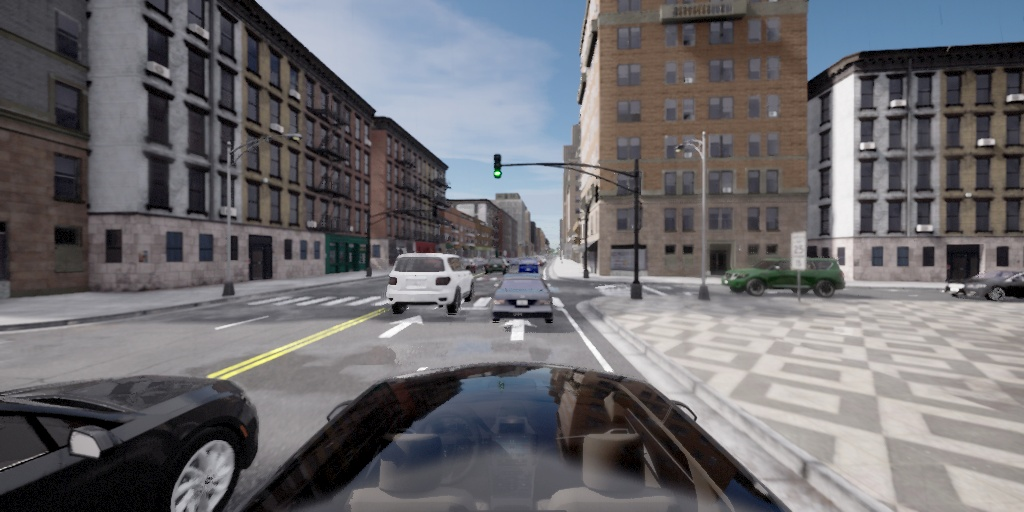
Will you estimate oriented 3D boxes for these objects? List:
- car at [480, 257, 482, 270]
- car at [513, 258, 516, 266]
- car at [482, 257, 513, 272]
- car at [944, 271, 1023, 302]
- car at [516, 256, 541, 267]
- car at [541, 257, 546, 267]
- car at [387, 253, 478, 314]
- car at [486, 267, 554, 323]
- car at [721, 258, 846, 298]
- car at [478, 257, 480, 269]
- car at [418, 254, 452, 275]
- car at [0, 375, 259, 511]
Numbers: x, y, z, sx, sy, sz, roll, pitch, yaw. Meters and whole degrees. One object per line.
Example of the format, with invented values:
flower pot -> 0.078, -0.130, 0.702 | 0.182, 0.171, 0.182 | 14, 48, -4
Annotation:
car -> -4.148, 1.044, 44.807 | 2.128, 1.511, 4.902 | 0, 0, 6
car -> 0.562, 1.026, 57.086 | 2.033, 1.411, 5.357 | 0, 0, 7
car -> -1.416, 0.950, 37.069 | 2.097, 1.767, 4.553 | 0, 0, 5
car -> 25.198, 1.494, 18.149 | 4.902, 1.511, 2.128 | 1, 0, 7
car -> 1.752, 1.082, 36.058 | 1.882, 1.535, 5.008 | 0, 0, 5
car -> 3.989, 1.037, 58.263 | 1.994, 1.385, 4.181 | 0, 0, 7
car -> -2.834, 0.926, 13.618 | 2.150, 2.045, 5.566 | 0, 0, 2
car -> 0.350, 1.261, 11.960 | 2.033, 1.411, 5.357 | 0, 0, 2
car -> 14.540, 1.105, 19.416 | 5.566, 2.045, 2.150 | 1, 0, 7
car -> -4.956, 0.954, 35.958 | 2.097, 1.767, 4.553 | 0, 0, 5
car -> -8.044, 0.811, 37.980 | 2.150, 2.045, 5.566 | 0, 0, 4
car -> -3.138, 1.255, 1.141 | 1.837, 1.490, 4.892 | 0, 0, 1
